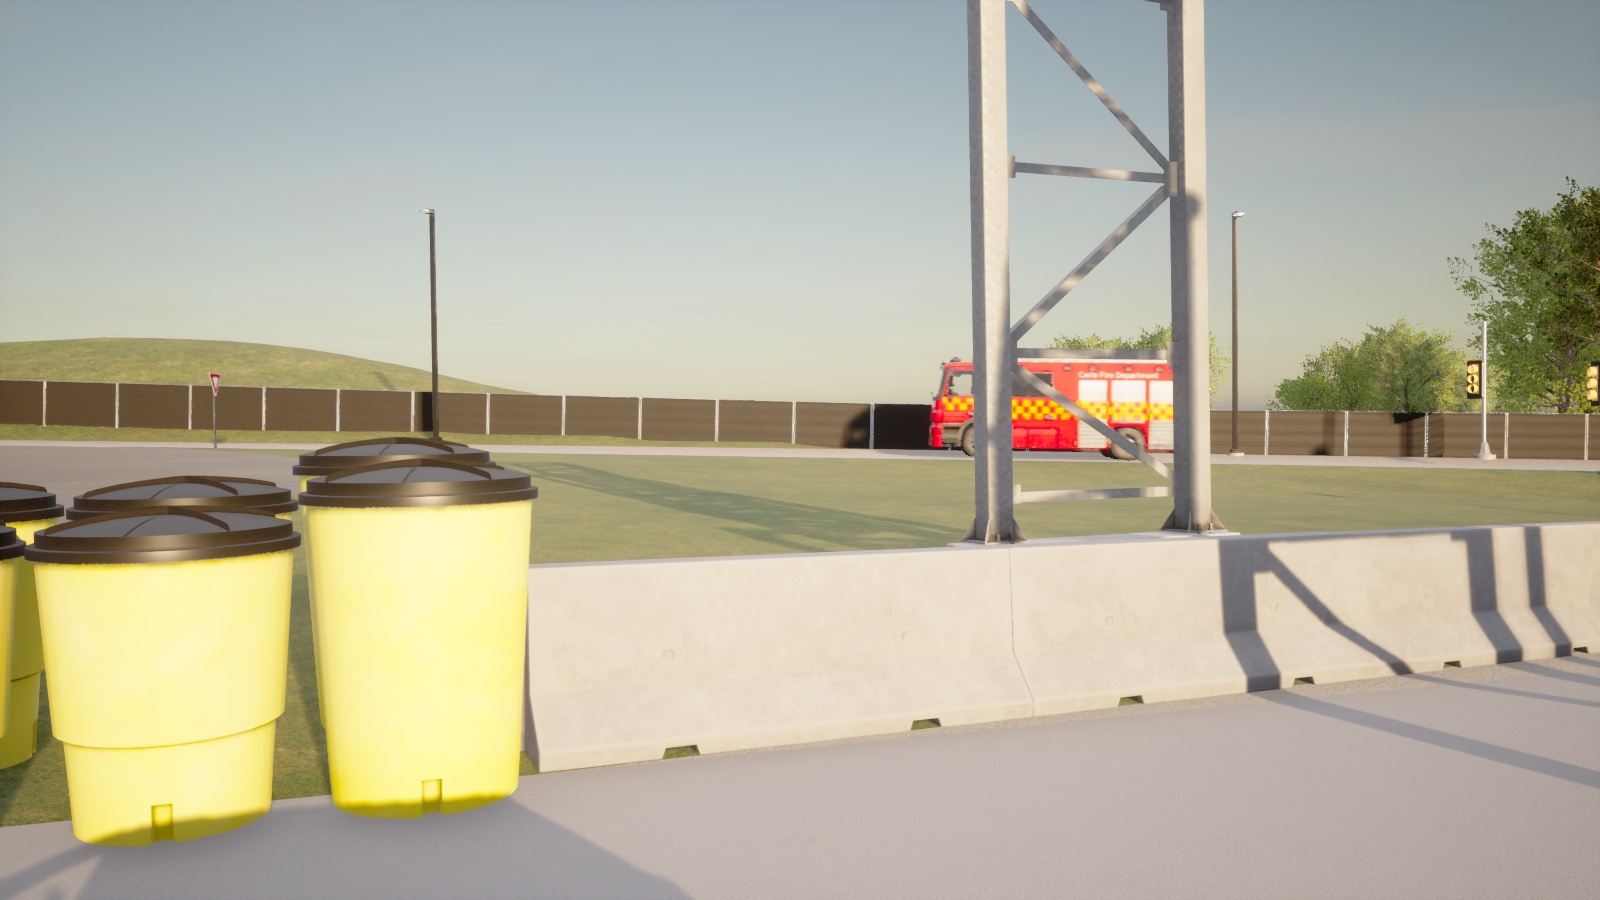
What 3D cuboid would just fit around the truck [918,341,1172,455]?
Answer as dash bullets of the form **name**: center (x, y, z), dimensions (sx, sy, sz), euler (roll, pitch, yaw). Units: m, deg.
- **truck**: center (8.474, -1.790, 44.304), dimensions (8.468, 3.827, 2.891), euler (0, 2, 4)
